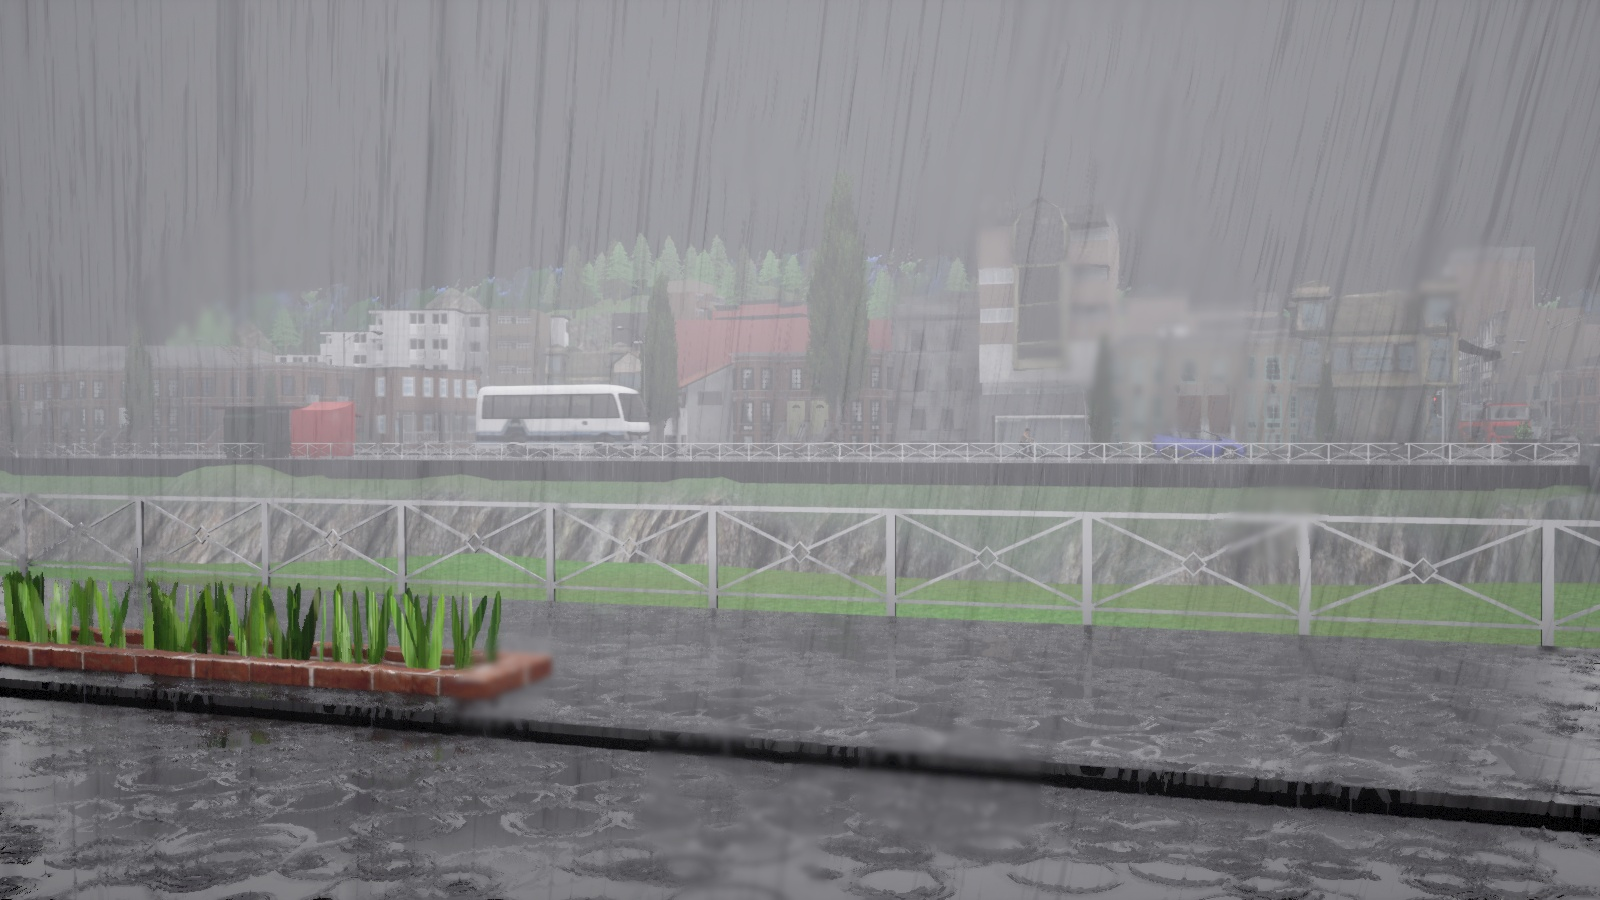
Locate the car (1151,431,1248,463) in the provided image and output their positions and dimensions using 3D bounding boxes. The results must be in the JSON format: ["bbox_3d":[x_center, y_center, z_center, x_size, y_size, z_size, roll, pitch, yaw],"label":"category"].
[{"bbox_3d":[19.760,-0.148,62.185,4.514,1.525,2.007,1,1,18],"label":"car"}]

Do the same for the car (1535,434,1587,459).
[{"bbox_3d":[46.844,-0.223,77.386,1.816,1.474,4.193,1,1,19],"label":"car"}]

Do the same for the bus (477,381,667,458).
[{"bbox_3d":[-13.265,-1.773,73.261,10.273,4.253,3.944,1,1,19],"label":"bus"}]
